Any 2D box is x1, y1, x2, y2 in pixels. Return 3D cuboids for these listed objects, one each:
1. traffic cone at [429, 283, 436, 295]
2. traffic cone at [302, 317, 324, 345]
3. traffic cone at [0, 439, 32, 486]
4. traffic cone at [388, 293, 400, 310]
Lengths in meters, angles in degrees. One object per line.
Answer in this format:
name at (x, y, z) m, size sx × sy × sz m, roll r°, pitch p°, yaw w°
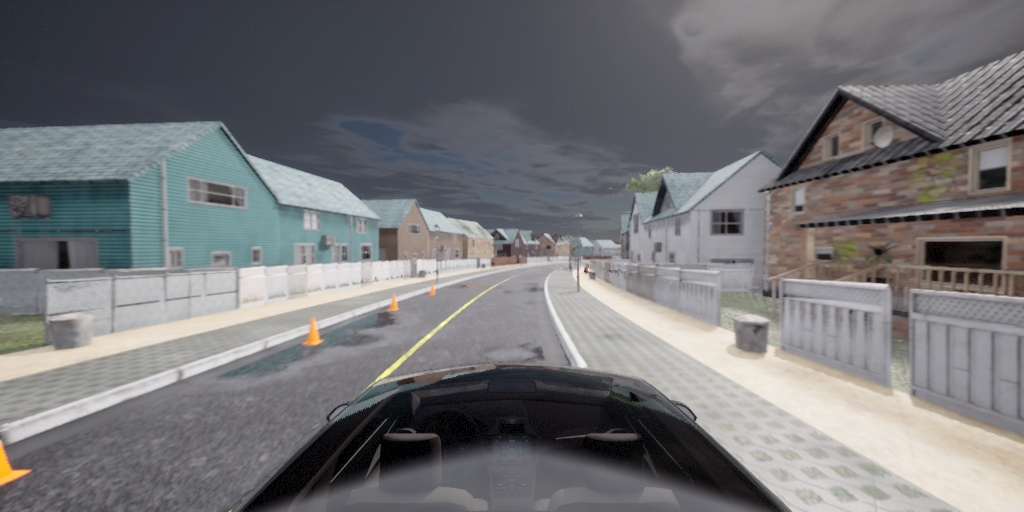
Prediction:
traffic cone at (-4.054, 1.671, 18.337) m, size 0.340 × 0.580 × 0.340 m, roll 0°, pitch 0°, yaw 4°
traffic cone at (-4.559, 1.698, 8.223) m, size 0.340 × 0.580 × 0.340 m, roll 0°, pitch 0°, yaw 1°
traffic cone at (-4.623, 1.710, 3.160) m, size 0.340 × 0.580 × 0.340 m, roll 0°, pitch 0°, yaw 0°
traffic cone at (-4.369, 1.685, 13.284) m, size 0.340 × 0.580 × 0.340 m, roll 0°, pitch 0°, yaw 3°
